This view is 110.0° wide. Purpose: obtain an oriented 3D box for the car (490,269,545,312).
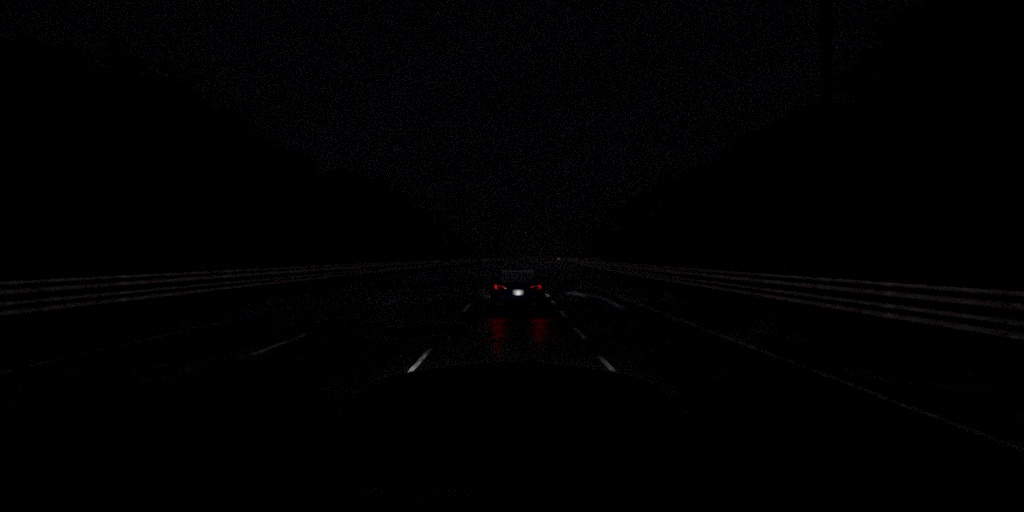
[{"bbox_3d":[0.198,1.254,14.259,2.163,1.488,4.792,0,0,0],"label":"car"}]
